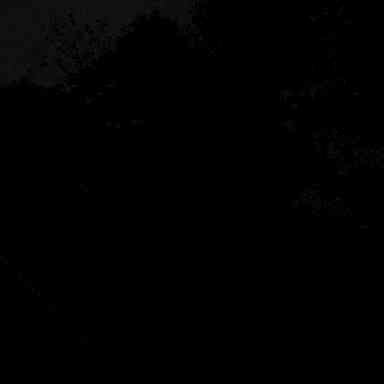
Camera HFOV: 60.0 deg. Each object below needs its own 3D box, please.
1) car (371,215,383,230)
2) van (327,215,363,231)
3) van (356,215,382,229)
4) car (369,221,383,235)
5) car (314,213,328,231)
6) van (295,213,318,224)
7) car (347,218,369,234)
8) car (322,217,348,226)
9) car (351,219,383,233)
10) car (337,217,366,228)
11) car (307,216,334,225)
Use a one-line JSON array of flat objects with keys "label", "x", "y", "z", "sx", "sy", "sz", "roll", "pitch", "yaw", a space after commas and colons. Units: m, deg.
[{"label": "car", "x": 29.653, "y": 4.604, "z": 50.235, "sx": 5.566, "sy": 2.045, "sz": 2.435, "roll": 3, "pitch": -3, "yaw": -37}, {"label": "van", "x": 19.428, "y": 4.056, "z": 41.847, "sx": 4.442, "sy": 1.987, "sz": 1.878, "roll": 3, "pitch": -3, "yaw": -37}, {"label": "van", "x": 27.854, "y": 4.673, "z": 52.385, "sx": 4.442, "sy": 1.987, "sz": 1.878, "roll": 3, "pitch": -3, "yaw": -37}, {"label": "car", "x": 22.835, "y": 3.935, "z": 37.466, "sx": 5.566, "sy": 2.045, "sz": 2.435, "roll": 3, "pitch": -3, "yaw": -37}, {"label": "car", "x": 17.830, "y": 4.084, "z": 44.120, "sx": 5.566, "sy": 2.045, "sz": 2.435, "roll": 3, "pitch": -3, "yaw": -37}, {"label": "van", "x": 21.110, "y": 4.832, "z": 61.352, "sx": 4.442, "sy": 1.987, "sz": 1.878, "roll": 3, "pitch": -3, "yaw": -37}, {"label": "car", "x": 21.035, "y": 4.226, "z": 39.580, "sx": 5.366, "sy": 1.575, "sz": 1.946, "roll": 3, "pitch": -3, "yaw": -37}, {"label": "car", "x": 24.570, "y": 5.030, "z": 56.930, "sx": 4.674, "sy": 1.452, "sz": 2.002, "roll": 3, "pitch": -3, "yaw": -37}, {"label": "car", "x": 24.112, "y": 4.482, "z": 44.157, "sx": 1.882, "sy": 1.535, "sz": 5.008, "roll": 3, "pitch": -3, "yaw": -37}, {"label": "car", "x": 26.249, "y": 4.948, "z": 54.686, "sx": 4.892, "sy": 1.521, "sz": 2.231, "roll": 3, "pitch": -3, "yaw": -37}, {"label": "car", "x": 22.858, "y": 5.058, "z": 59.155, "sx": 4.792, "sy": 1.488, "sz": 2.163, "roll": 3, "pitch": -3, "yaw": -37}]
